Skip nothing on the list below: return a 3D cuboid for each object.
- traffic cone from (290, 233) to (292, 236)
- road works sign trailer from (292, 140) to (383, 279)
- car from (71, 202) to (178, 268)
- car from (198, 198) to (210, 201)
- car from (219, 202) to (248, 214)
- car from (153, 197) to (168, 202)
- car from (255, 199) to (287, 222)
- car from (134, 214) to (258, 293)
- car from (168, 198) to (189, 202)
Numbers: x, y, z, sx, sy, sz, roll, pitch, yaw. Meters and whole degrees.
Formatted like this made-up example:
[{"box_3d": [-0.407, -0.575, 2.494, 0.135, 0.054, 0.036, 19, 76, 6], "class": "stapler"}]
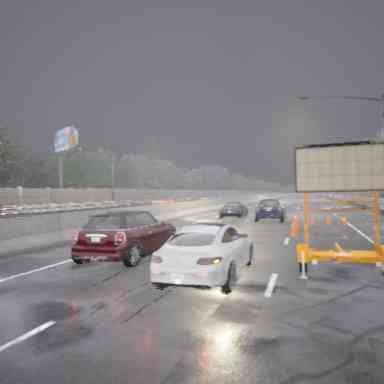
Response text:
[{"box_3d": [5.088, 1.893, 16.639, 0.340, 0.580, 0.340, -1, 0, 19], "class": "traffic cone"}, {"box_3d": [4.220, 0.396, 9.537, 2.380, 3.560, 2.880, -1, 0, 19], "class": "road works sign trailer"}, {"box_3d": [-2.205, 1.445, 12.006, 2.097, 1.767, 4.553, -1, 0, 19], "class": "car"}, {"box_3d": [2.140, 1.747, 58.096, 1.812, 1.442, 4.674, -1, 0, 19], "class": "car"}, {"box_3d": [3.773, 1.589, 29.674, 1.994, 1.385, 4.181, -1, 0, 19], "class": "car"}, {"box_3d": [-5.336, 1.743, 57.856, 2.097, 1.767, 4.553, -1, 0, 19], "class": "car"}, {"box_3d": [6.183, 1.303, 25.892, 2.097, 1.767, 4.553, -1, 0, 19], "class": "car"}, {"box_3d": [0.448, 1.545, 8.915, 1.812, 1.442, 4.674, -1, 0, 19], "class": "car"}, {"box_3d": [-1.905, 1.833, 57.067, 1.812, 1.442, 4.674, -1, 0, 19], "class": "car"}]
